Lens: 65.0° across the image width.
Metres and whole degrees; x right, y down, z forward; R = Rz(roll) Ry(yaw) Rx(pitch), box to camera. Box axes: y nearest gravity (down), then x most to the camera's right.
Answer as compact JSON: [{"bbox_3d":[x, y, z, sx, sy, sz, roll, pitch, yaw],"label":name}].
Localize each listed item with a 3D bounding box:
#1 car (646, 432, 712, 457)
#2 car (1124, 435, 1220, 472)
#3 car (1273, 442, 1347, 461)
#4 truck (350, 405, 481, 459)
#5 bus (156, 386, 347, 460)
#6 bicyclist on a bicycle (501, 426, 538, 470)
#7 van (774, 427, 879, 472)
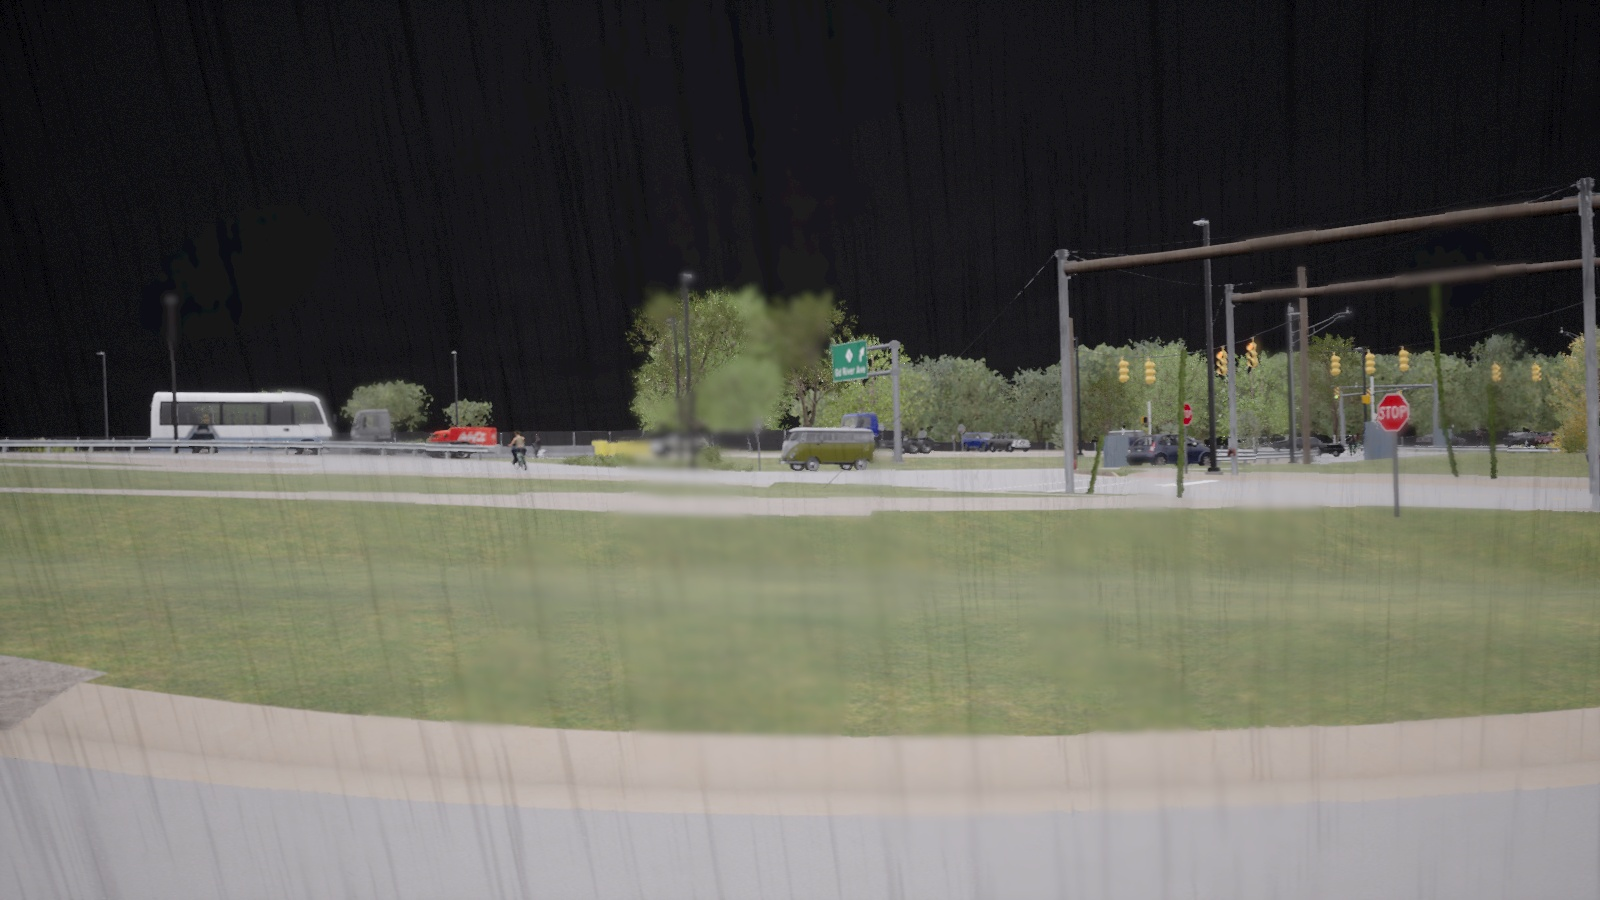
[{"bbox_3d":[-9.116,-0.440,94.815,4.605,1.855,1.932,0,0,-26],"label":"car"},{"bbox_3d":[16.864,0.149,56.970,3.988,1.617,1.851,0,0,-26],"label":"car"},{"bbox_3d":[34.614,0.100,85.374,1.895,1.301,4.718,0,0,-23],"label":"car"},{"bbox_3d":[-25.449,-1.173,83.133,7.936,3.462,2.891,0,0,-26],"label":"truck"},{"bbox_3d":[-32.946,-1.551,75.673,10.273,4.253,3.944,0,0,-26],"label":"bus"},{"bbox_3d":[-11.325,-0.090,50.640,0.866,1.612,1.509,-7,6,-31],"label":"bicyclist on a bicycle"},{"bbox_3d":[1.226,-0.018,56.978,4.442,1.987,1.775,0,0,-27],"label":"van"}]
